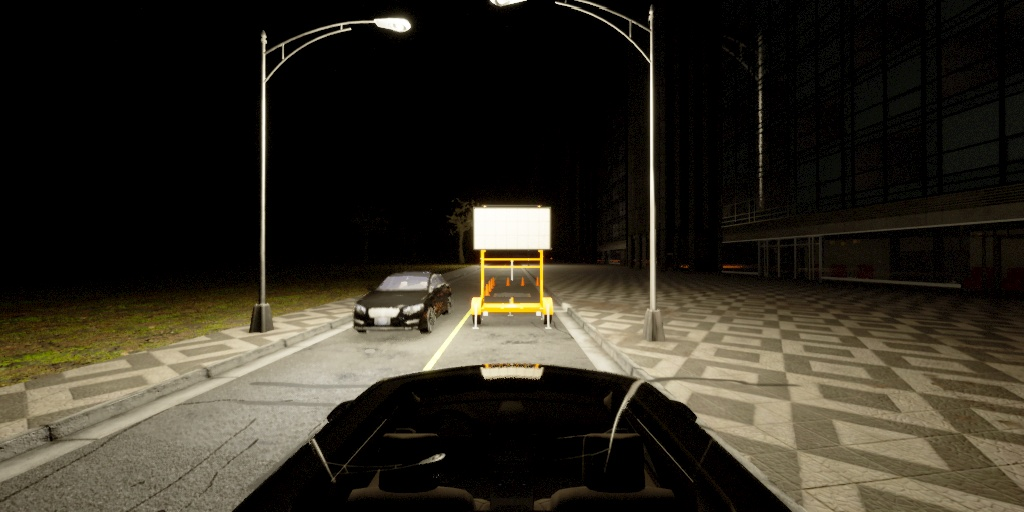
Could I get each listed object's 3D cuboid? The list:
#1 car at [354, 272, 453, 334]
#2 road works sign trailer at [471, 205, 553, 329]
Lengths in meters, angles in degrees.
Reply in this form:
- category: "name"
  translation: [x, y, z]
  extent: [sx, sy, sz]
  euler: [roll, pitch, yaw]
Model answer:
- category: "car"
  translation: [-2.997, 1.244, 10.747]
  extent: [2.128, 1.511, 4.902]
  euler: [0, 0, 0]
- category: "road works sign trailer"
  translation: [0.002, 0.217, 11.220]
  extent: [2.380, 3.560, 2.880]
  euler: [0, 0, 0]
